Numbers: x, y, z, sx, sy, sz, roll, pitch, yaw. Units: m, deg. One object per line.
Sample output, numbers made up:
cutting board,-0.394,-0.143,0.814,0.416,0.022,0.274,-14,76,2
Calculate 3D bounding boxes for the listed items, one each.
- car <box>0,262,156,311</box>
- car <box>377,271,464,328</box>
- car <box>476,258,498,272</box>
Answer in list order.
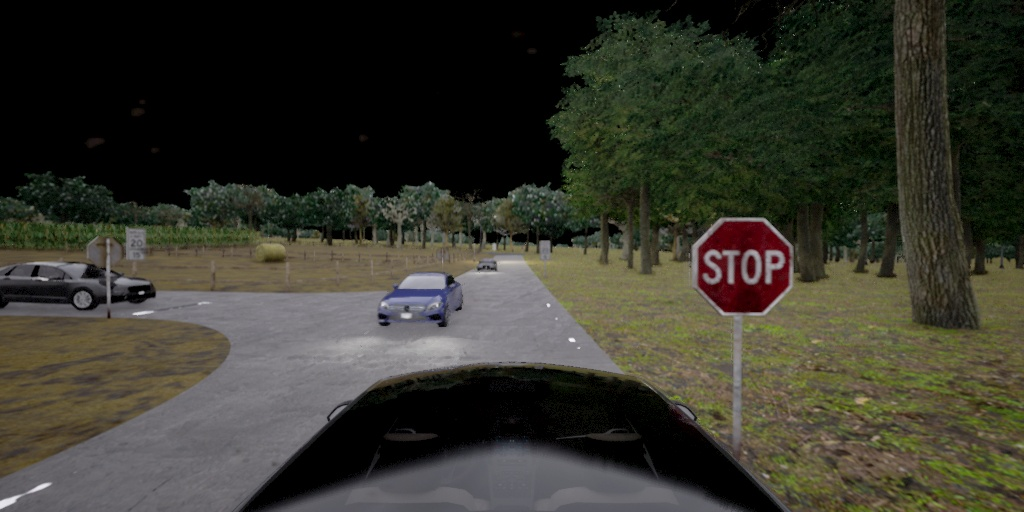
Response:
car,-15.204,0.979,12.319,4.892,1.490,1.837,1,0,-1
car,-2.666,1.229,11.435,1.812,1.442,4.674,1,1,0
car,-2.506,0.902,36.891,1.994,1.385,4.181,0,1,0
